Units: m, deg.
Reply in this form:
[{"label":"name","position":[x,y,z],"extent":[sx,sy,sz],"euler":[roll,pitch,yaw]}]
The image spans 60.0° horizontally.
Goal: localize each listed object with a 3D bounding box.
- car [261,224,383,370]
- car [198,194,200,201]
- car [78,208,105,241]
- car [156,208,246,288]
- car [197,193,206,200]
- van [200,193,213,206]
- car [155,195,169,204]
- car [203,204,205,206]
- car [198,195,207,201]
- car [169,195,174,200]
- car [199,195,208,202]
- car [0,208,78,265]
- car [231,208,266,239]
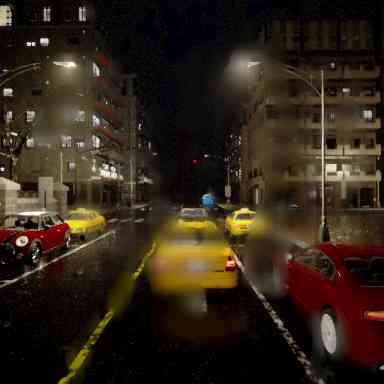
[{"label":"car","position":[2.689,1.546,5.793],"extent":[1.887,1.381,4.507],"euler":[1,0,0]},{"label":"car","position":[2.612,1.519,60.691],"extent":[1.887,1.381,4.507],"euler":[1,0,0]},{"label":"car","position":[-5.706,1.528,16.862],"extent":[1.752,1.417,4.829],"euler":[1,0,0]},{"label":"car","position":[0.086,1.458,9.163],"extent":[1.801,1.575,5.366],"euler":[0,0,0]},{"label":"car","position":[2.575,1.249,89.045],"extent":[2.192,1.841,5.009],"euler":[1,0,0]},{"label":"van","position":[2.623,1.321,55.019],"extent":[1.690,1.788,3.998],"euler":[1,0,0]},{"label":"car","position":[-5.769,1.556,60.736],"extent":[1.802,1.307,4.206],"euler":[1,0,0]},{"label":"car","position":[0.079,1.603,19.652],"extent":[1.895,1.301,4.718],"euler":[0,0,0]},{"label":"car","position":[2.580,1.494,83.374],"extent":[2.008,1.369,4.403],"euler":[1,0,0]},{"label":"car","position":[-5.809,1.516,89.091],"extent":[1.802,1.307,4.206],"euler":[1,0,0]},{"label":"car","position":[2.588,1.503,77.703],"extent":[2.008,1.369,4.403],"euler":[1,0,0]},{"label":"car","position":[-5.698,1.442,11.417],"extent":[1.967,1.590,4.097],"euler":[1,0,0]},{"label":"car","position":[2.673,1.527,17.197],"extent":[1.752,1.417,4.829],"euler":[1,0,0]}]
